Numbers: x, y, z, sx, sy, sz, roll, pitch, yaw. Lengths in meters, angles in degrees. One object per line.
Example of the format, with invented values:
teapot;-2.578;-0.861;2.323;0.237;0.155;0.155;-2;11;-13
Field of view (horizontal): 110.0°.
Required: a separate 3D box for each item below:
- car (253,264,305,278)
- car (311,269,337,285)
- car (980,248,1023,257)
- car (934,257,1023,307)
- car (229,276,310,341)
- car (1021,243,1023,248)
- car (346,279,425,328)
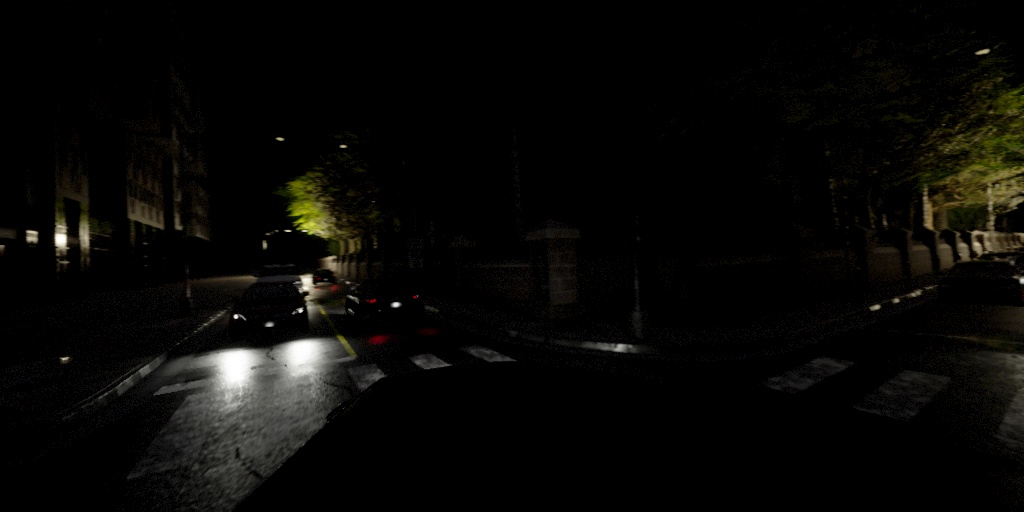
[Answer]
car;-13.368;1.498;20.717;2.150;2.045;5.566;-2;0;-32
car;-18.192;1.988;34.605;1.812;1.442;4.674;-2;0;-32
car;20.623;0.576;14.980;4.097;1.591;1.967;0;0;-32
car;16.021;0.838;12.121;4.403;1.370;2.007;0;0;-32
car;-7.588;1.570;11.393;1.812;1.442;4.674;-2;0;-31
car;34.432;0.117;23.556;4.097;1.591;1.967;0;0;-32
car;-4.569;1.494;12.582;1.994;1.385;4.181;-2;0;-32
